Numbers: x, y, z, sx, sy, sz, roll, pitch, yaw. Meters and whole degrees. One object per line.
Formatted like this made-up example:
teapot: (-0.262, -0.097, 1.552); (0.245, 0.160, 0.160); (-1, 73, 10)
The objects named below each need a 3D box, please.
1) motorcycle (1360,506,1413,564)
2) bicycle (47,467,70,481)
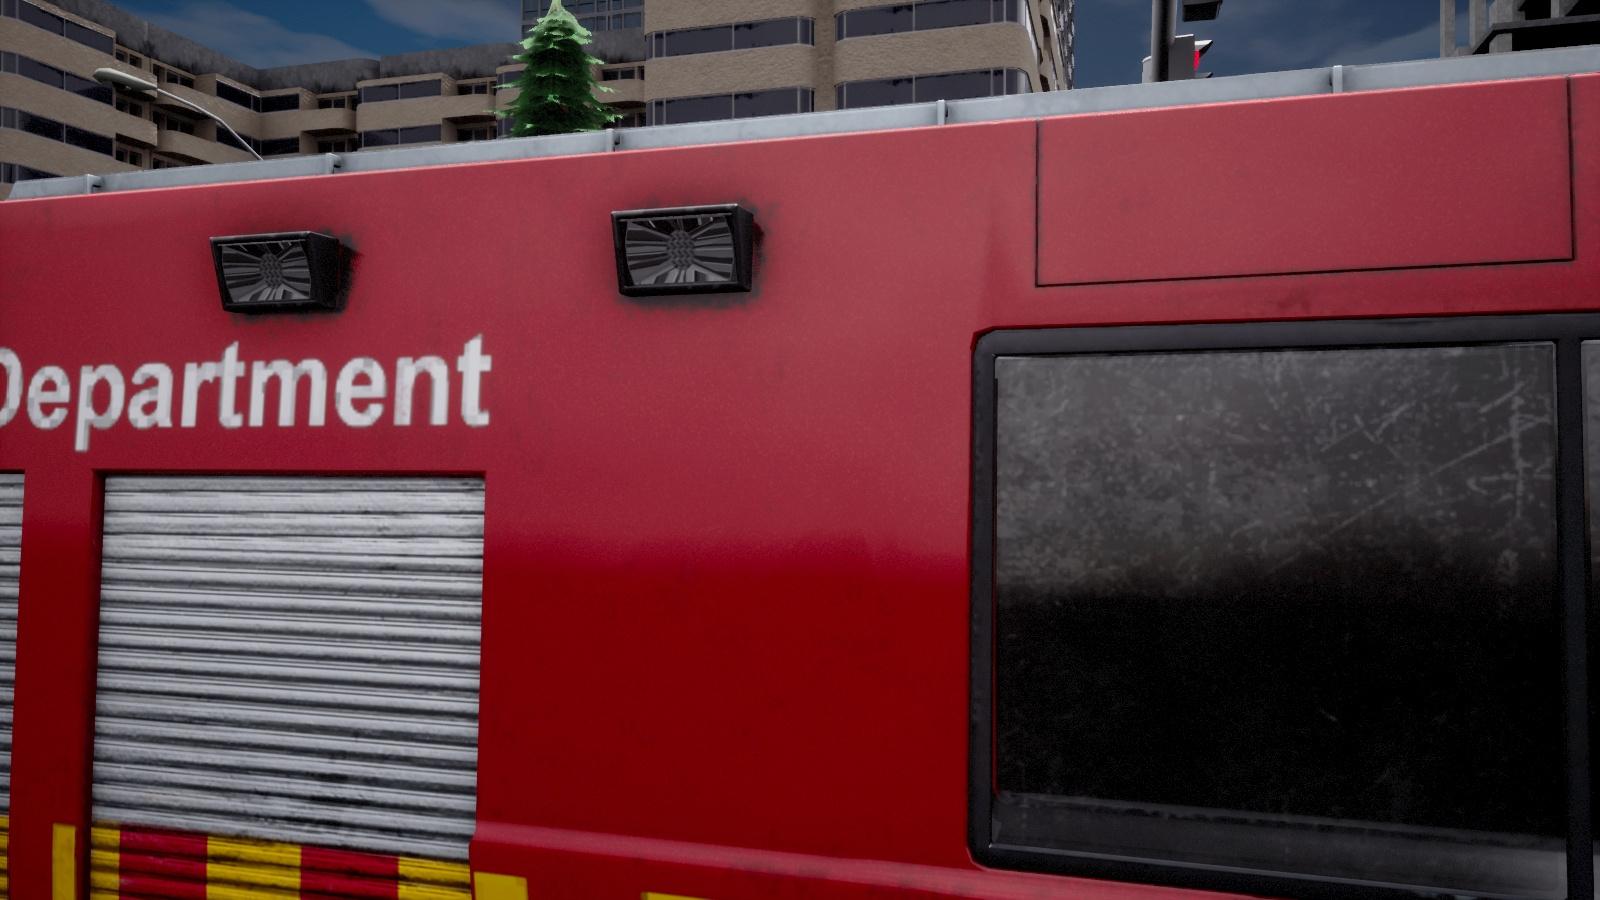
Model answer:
motorcycle: (15.027, 2.155, 29.332); (0.764, 1.307, 2.356); (0, 0, 16)
bicycle: (-65.142, 2.102, 100.377); (1.487, 1.276, 0.859); (0, 0, 15)
